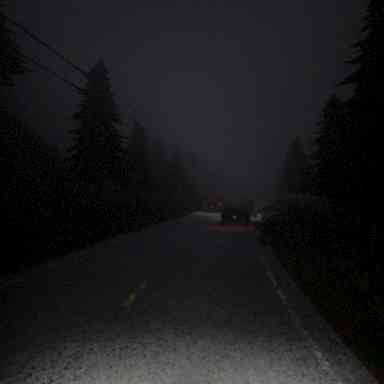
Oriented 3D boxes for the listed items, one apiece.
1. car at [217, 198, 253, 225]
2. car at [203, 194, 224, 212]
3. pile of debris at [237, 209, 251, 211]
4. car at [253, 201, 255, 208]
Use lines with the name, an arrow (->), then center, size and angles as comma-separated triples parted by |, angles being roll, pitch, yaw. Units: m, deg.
car -> 3.229, 1.480, 24.159 | 1.882, 1.535, 5.008 | 0, 0, 11
car -> 2.697, 1.215, 39.006 | 2.150, 2.045, 5.566 | 0, 0, 12
pile of debris -> 6.339, 2.182, 40.519 | 1.500, 0.140, 1.860 | 0, 0, 12
car -> 6.728, 1.497, 41.663 | 2.128, 1.511, 4.902 | 0, 0, 12
